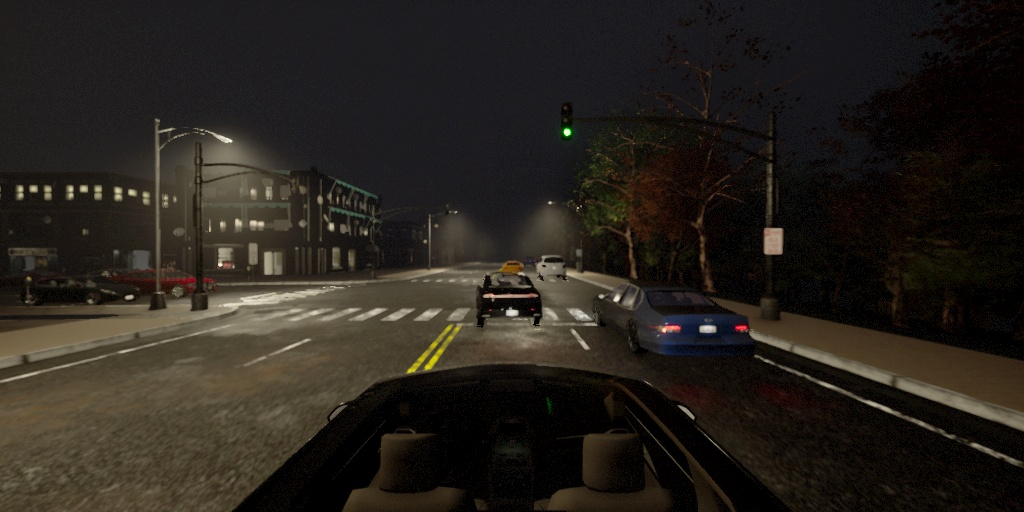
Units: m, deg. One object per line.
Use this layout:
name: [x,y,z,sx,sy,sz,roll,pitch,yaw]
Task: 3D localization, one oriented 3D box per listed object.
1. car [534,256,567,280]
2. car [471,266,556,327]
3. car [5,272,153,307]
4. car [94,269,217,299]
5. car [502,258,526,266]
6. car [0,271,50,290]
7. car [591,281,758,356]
car: [3.352,0.993,31.104,2.150,2.045,5.566,0,0,0]
car: [-0.267,1.250,11.623,2.128,1.511,4.902,0,0,-6]
car: [-19.946,1.580,16.670,4.313,1.339,1.948,0,0,0]
car: [-18.839,1.455,19.380,5.008,1.535,1.882,0,1,0]
car: [0.102,1.251,33.962,1.882,1.535,5.008,0,0,0]
car: [-33.814,1.679,25.190,4.207,1.307,1.802,0,0,0]
car: [3.349,1.303,8.640,2.033,1.411,5.357,0,0,0]
